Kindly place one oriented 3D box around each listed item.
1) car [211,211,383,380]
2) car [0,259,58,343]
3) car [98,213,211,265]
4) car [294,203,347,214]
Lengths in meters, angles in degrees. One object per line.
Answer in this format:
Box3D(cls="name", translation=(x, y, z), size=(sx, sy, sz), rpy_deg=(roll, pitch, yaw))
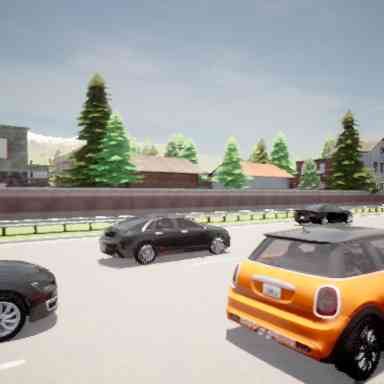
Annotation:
Box3D(cls="car", translation=(2.813, 1.367, 5.751), size=(4.553, 1.767, 2.097), rpy_deg=(0, 0, -35))
Box3D(cls="car", translation=(-4.553, 1.503, 4.796), size=(4.892, 1.490, 1.837), rpy_deg=(0, 0, -35))
Box3D(cls="car", translation=(-0.794, 1.523, 11.774), size=(4.892, 1.490, 1.837), rpy_deg=(0, 0, -35))
Box3D(cls="car", translation=(9.240, 1.537, 23.226), size=(5.008, 1.535, 1.882), rpy_deg=(0, 0, -35))
